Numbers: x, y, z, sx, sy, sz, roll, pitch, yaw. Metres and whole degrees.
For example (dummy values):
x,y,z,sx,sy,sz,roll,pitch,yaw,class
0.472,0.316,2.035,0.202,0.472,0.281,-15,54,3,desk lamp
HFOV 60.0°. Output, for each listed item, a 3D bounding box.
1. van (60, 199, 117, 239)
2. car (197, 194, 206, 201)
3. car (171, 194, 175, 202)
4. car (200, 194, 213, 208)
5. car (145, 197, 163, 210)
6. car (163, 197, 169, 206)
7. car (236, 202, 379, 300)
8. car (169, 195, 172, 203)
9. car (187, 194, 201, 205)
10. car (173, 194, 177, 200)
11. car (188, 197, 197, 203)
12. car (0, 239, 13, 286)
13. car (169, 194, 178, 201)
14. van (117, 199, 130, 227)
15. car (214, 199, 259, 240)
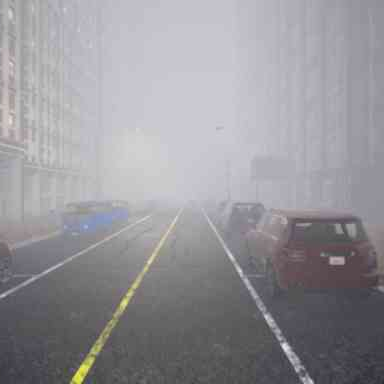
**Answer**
x,y,z,sx,sy,sz,roll,pitch,yaw,class
-5.313,1.374,17.084,1.690,1.788,3.998,0,0,0,van
2.584,1.465,89.198,2.192,1.841,5.009,0,0,0,car
-5.303,1.708,72.558,1.802,1.307,4.206,0,0,0,car
2.573,1.532,50.367,1.967,1.590,4.097,0,0,0,car
-5.308,1.664,44.821,1.802,1.307,4.206,0,0,0,car
-5.306,1.625,55.746,1.752,1.417,4.829,0,0,0,car
2.618,1.332,8.388,2.192,1.841,5.009,0,0,0,car
-5.305,1.675,61.463,1.947,1.339,4.313,0,0,0,car
0.011,1.601,61.703,2.128,1.511,4.902,0,0,0,car
-5.301,1.687,83.653,1.887,1.381,4.507,0,0,0,car
0.012,1.713,72.149,1.895,1.301,4.718,0,0,0,car
-5.379,1.453,6.499,1.967,1.590,4.097,0,0,0,car
-5.300,1.472,94.748,2.192,1.841,5.009,0,0,0,car
-5.312,1.384,22.631,1.690,1.788,3.998,0,0,0,van
2.567,1.348,17.083,2.192,1.841,5.009,0,0,0,car
